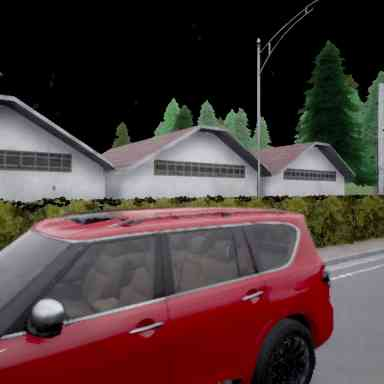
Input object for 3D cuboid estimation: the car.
[{"bbox_3d":[-0.846,1.221,3.402,5.566,2.045,2.150,0,0,-35],"label":"car"}]
